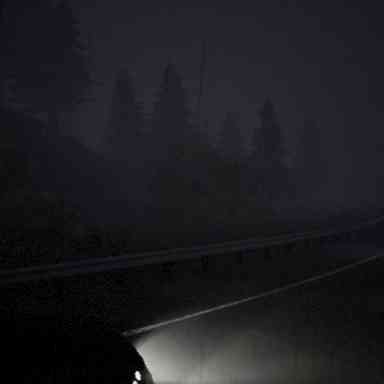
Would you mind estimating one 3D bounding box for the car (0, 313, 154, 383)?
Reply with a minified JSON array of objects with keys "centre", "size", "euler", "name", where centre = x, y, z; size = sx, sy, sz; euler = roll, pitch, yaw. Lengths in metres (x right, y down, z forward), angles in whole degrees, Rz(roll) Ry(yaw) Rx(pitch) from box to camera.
[{"centre":[-2.331,1.564,2.336],"size":[4.181,1.385,1.994],"euler":[0,0,-35],"name":"car"}]
